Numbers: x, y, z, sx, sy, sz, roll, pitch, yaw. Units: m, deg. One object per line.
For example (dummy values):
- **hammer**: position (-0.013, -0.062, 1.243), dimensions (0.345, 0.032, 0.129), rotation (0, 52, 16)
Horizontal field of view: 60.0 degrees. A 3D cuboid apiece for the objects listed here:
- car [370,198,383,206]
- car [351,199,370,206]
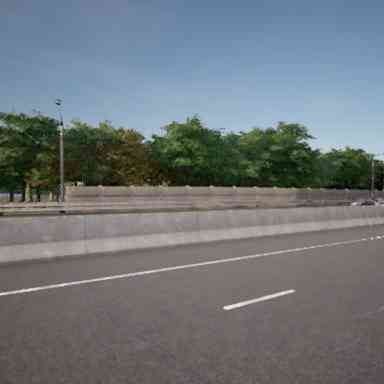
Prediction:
- **car**: position (29.900, 1.678, 51.032), dimensions (4.553, 1.767, 2.097), rotation (0, 0, -35)
- **car**: position (27.566, 1.815, 53.658), dimensions (4.902, 1.511, 2.128), rotation (0, 0, -35)
